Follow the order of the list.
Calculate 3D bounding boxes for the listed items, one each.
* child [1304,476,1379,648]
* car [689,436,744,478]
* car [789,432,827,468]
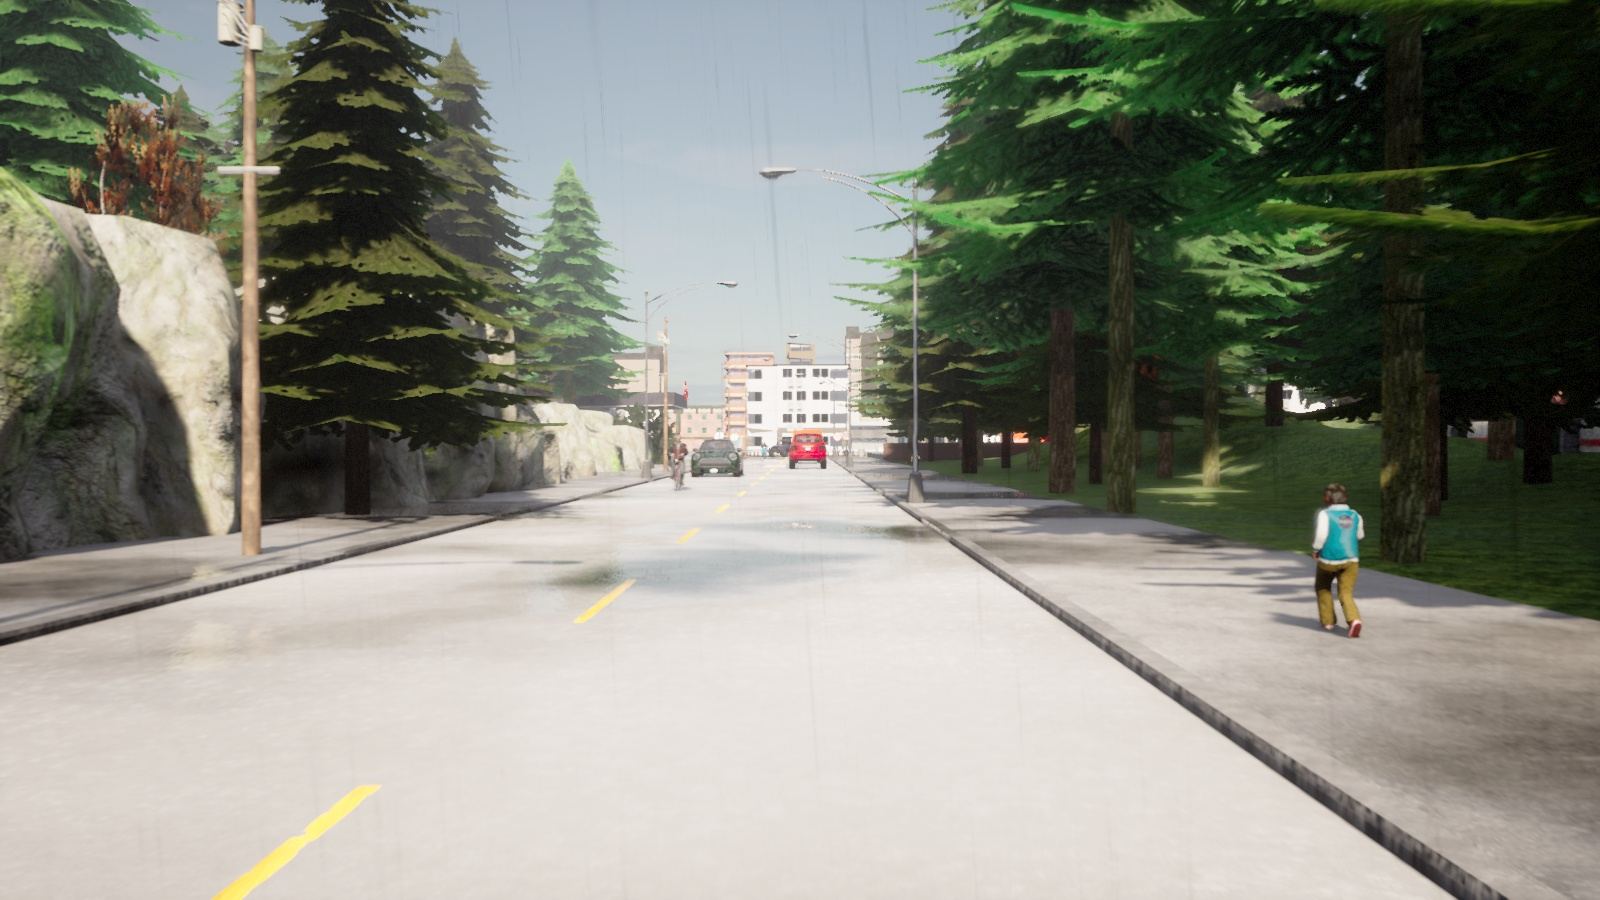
[{"bbox_3d":[3.882,0.788,9.018,0.343,1.192,0.448,0,0,1],"label":"child"},{"bbox_3d":[-3.654,0.290,55.424,2.097,1.767,4.553,0,0,0],"label":"car"},{"bbox_3d":[0.461,0.042,74.230,2.150,2.045,5.566,0,0,0],"label":"car"}]
